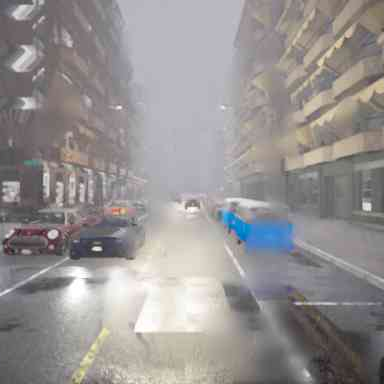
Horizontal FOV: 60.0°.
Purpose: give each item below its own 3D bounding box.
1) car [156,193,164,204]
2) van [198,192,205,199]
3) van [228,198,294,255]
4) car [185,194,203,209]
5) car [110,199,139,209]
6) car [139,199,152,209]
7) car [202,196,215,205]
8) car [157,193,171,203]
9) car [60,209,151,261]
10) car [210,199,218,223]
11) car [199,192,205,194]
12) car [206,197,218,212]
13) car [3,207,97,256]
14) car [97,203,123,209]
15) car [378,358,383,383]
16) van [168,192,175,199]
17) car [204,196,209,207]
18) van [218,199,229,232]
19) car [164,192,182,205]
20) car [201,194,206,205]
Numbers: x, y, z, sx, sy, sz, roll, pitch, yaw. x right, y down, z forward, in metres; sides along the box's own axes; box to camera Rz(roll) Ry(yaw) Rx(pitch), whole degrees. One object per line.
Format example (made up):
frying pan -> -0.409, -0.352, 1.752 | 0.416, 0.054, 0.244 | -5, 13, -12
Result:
car -> -5.318, 1.279, 57.867 | 1.752, 1.417, 4.829 | 1, 0, 0
van -> 2.567, 0.983, 86.420 | 1.690, 1.788, 3.998 | 1, 0, 0
van -> 2.575, 1.285, 12.701 | 1.690, 1.788, 3.998 | 1, 0, 0
car -> 0.084, 1.344, 41.994 | 1.812, 1.442, 4.674 | 0, 0, 0
car -> -5.307, 1.335, 24.012 | 1.967, 1.590, 4.097 | 1, 0, 0
car -> -5.310, 1.397, 35.354 | 2.008, 1.369, 4.403 | 1, 0, 0
car -> 2.568, 1.358, 52.397 | 1.802, 1.307, 4.206 | 1, 0, 0
car -> -5.319, 1.045, 63.707 | 2.192, 1.841, 5.009 | 1, 0, 0
car -> -2.851, 1.511, 11.974 | 1.994, 1.385, 4.181 | 0, 0, 0
car -> 2.571, 1.461, 24.043 | 1.947, 1.339, 4.313 | 1, 0, 0
car -> 2.566, 1.236, 75.079 | 2.008, 1.369, 4.403 | 1, 0, 0
car -> 2.571, 1.415, 29.713 | 1.887, 1.381, 4.507 | 1, 0, 0
car -> -5.306, 1.384, 12.670 | 1.967, 1.590, 4.097 | 1, 0, 0
car -> -5.309, 1.501, 18.342 | 1.802, 1.307, 4.206 | 1, 0, 0
car -> 2.574, 1.544, 1.360 | 2.008, 1.369, 4.403 | 1, 0, 0
van -> -5.280, 0.983, 86.390 | 1.690, 1.788, 3.998 | 1, 0, 0
car -> 2.570, 1.371, 35.554 | 1.752, 1.417, 4.829 | 1, 0, 0
van -> 2.575, 1.260, 18.372 | 1.690, 1.788, 3.998 | 1, 0, 0
car -> -2.830, 0.994, 53.239 | 2.150, 2.045, 5.566 | 0, 0, 0
car -> 2.569, 1.323, 46.895 | 1.752, 1.417, 4.829 | 1, 0, 0
